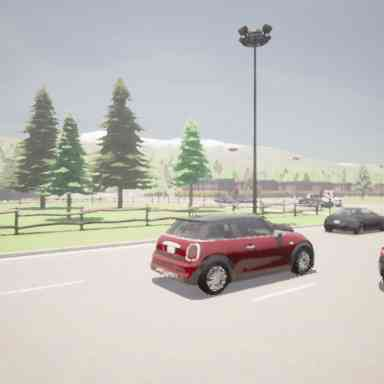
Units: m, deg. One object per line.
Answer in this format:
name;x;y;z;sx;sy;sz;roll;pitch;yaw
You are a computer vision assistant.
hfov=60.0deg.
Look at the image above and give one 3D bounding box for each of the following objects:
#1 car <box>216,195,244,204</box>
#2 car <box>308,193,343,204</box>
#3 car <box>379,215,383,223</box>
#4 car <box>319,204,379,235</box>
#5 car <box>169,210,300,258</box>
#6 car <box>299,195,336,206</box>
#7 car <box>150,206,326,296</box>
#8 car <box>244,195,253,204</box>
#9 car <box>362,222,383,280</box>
car;6.825;1.569;63.643;2.033;1.411;5.357;0;0;-35
car;20.089;1.245;50.696;2.150;2.045;5.566;0;0;-35
car;11.197;1.535;16.005;4.674;1.442;1.812;0;0;-35
car;9.417;1.573;19.032;4.181;1.385;1.994;0;0;-35
car;1.893;1.552;13.680;5.357;1.411;2.033;0;0;-35
car;17.690;1.526;48.012;1.837;1.490;4.892;0;0;-35
car;1.242;1.355;8.923;4.553;1.767;2.097;0;0;-35
car;10.461;1.374;64.521;2.097;1.767;4.553;0;0;-34
car;6.438;1.531;8.325;4.674;1.442;1.812;0;0;-35
